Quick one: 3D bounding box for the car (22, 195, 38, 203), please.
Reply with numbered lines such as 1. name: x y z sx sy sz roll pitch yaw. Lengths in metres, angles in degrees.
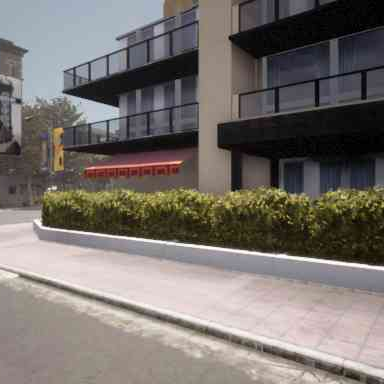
1. car: -34.570 1.479 68.227 4.892 1.521 2.231 0 0 37
